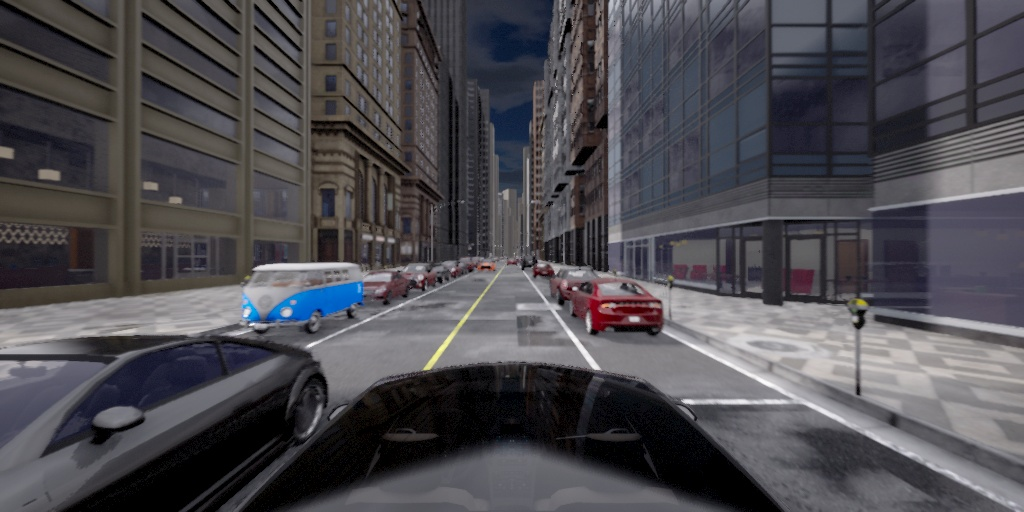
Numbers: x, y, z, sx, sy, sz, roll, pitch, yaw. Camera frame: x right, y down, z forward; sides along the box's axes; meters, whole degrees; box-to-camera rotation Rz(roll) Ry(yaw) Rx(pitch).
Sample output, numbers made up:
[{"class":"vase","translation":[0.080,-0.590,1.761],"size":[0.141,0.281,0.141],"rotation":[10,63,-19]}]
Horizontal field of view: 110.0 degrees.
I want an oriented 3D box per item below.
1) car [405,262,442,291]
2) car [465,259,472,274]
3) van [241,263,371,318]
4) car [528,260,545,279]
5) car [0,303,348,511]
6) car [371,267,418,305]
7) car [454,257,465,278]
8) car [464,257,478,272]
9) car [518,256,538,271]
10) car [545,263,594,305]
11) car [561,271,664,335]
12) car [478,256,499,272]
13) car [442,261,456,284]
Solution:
[{"class":"car","translation":[-5.768,1.185,21.522],"size":[1.967,1.591,4.097],"rotation":[0,0,0]},{"class":"car","translation":[-5.773,1.307,38.327],"size":[1.948,1.339,4.313],"rotation":[0,0,0]},{"class":"van","translation":[-5.765,1.089,10.319],"size":[1.690,1.789,3.998],"rotation":[0,0,0]},{"class":"car","translation":[2.754,1.288,32.739],"size":[1.888,1.381,4.507],"rotation":[0,0,0]},{"class":"car","translation":[-3.100,1.314,2.435],"size":[1.994,1.385,4.181],"rotation":[0,0,0]},{"class":"car","translation":[-5.767,1.329,15.920],"size":[1.802,1.307,4.207],"rotation":[0,0,0]},{"class":"car","translation":[-5.771,1.183,32.725],"size":[1.967,1.591,4.097],"rotation":[0,0,0]},{"class":"car","translation":[-5.775,1.056,43.929],"size":[2.192,1.841,5.009],"rotation":[0,0,0]},{"class":"car","translation":[2.380,0.969,49.425],"size":[2.150,2.045,5.566],"rotation":[0,0,0]},{"class":"car","translation":[2.759,1.186,15.933],"size":[1.967,1.591,4.097],"rotation":[0,0,0]},{"class":"car","translation":[2.760,1.293,10.331],"size":[1.888,1.381,4.507],"rotation":[0,0,0]},{"class":"car","translation":[-3.093,1.093,44.761],"size":[2.097,1.767,4.553],"rotation":[0,0,0]},{"class":"car","translation":[-5.770,1.310,27.123],"size":[1.948,1.339,4.313],"rotation":[0,0,0]}]
